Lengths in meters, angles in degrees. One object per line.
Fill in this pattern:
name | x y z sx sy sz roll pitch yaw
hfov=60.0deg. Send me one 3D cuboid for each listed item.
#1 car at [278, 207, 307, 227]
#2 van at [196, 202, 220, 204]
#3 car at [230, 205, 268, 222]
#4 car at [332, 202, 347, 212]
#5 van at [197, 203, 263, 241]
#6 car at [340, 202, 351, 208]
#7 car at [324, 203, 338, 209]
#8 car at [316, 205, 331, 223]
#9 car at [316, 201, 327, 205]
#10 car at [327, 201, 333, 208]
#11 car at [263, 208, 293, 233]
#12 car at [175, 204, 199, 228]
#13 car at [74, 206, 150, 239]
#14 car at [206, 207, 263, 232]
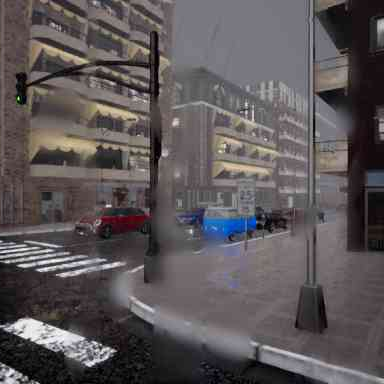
car | 8.532 2.158 27.893 1.802 1.307 4.206 -1 -2 35
van | 1.699 1.903 32.695 1.690 1.788 3.998 -1 -2 35
car | 5.933 2.140 34.136 1.837 1.490 4.892 0 -1 35
car | 25.948 2.723 56.769 1.837 1.490 4.892 0 -1 36
van | 2.248 1.704 18.773 1.690 1.788 3.998 -1 -2 35
car | 40.132 3.375 86.722 1.752 1.417 4.829 -1 -2 35
car | 30.597 3.064 73.315 1.887 1.381 4.507 -1 -2 35
car | 11.743 2.233 32.409 2.008 1.369 4.403 -1 -2 35
car | 24.175 2.889 64.287 1.802 1.307 4.206 -1 -2 35
car | 27.385 2.728 68.807 2.192 1.841 5.009 -1 -2 35
car | 5.322 2.035 23.380 1.947 1.339 4.313 -1 -2 35
car | 0.610 1.985 26.659 1.812 1.442 4.674 0 -1 36
car | -4.530 1.639 19.396 2.097 1.767 4.553 0 -1 35
car | 3.307 1.958 24.935 2.128 1.511 4.902 0 -1 35
